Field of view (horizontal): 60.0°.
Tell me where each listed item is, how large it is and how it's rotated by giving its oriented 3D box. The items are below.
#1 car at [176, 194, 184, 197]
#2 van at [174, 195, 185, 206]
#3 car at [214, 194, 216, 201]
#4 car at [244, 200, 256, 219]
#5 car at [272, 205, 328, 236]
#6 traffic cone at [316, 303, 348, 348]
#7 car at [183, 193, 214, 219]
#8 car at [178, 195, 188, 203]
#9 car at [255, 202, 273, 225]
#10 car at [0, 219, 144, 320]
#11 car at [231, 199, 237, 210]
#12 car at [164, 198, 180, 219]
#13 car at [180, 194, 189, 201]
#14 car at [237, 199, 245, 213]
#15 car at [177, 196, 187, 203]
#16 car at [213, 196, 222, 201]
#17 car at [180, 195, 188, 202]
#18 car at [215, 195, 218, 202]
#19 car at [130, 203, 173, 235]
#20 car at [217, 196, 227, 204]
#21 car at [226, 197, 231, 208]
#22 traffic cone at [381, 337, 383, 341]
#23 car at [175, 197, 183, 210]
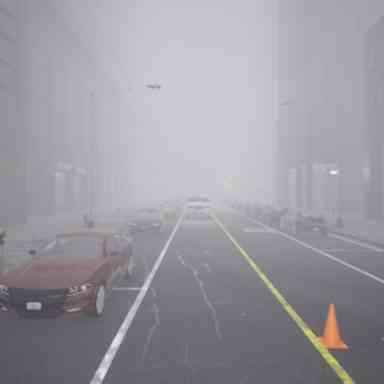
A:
[{"bbox_3d":[-2.122,1.491,52.447,1.967,1.590,4.097,1,0,0],"label":"car"},{"bbox_3d":[-2.080,1.395,58.071,1.690,1.788,3.998,1,0,0],"label":"van"},{"bbox_3d":[6.605,1.667,80.514,1.887,1.381,4.507,1,0,0],"label":"car"},{"bbox_3d":[6.237,1.633,29.892,1.887,1.381,4.507,1,0,0],"label":"car"},{"bbox_3d":[6.156,1.624,18.644,2.008,1.369,4.403,1,0,0],"label":"car"},{"bbox_3d":[2.104,1.979,5.009,0.340,0.580,0.340,0,0,0],"label":"traffic cone"},{"bbox_3d":[0.568,1.272,30.550,2.150,2.045,5.566,0,0,0],"label":"car"},{"bbox_3d":[-1.959,1.502,74.944,1.967,1.590,4.097,1,0,0],"label":"car"},{"bbox_3d":[6.196,1.626,24.269,1.887,1.381,4.507,1,0,0],"label":"car"},{"bbox_3d":[-2.451,1.542,7.452,1.887,1.381,4.507,1,0,0],"label":"car"},{"bbox_3d":[6.319,1.645,41.142,1.887,1.381,4.507,1,0,0],"label":"car"},{"bbox_3d":[-2.289,1.556,29.779,1.752,1.417,4.829,1,0,0],"label":"car"},{"bbox_3d":[-1.875,1.381,86.192,2.192,1.841,5.009,1,0,0],"label":"car"},{"bbox_3d":[6.279,1.640,35.517,1.887,1.381,4.507,1,0,0],"label":"car"},{"bbox_3d":[-2.002,1.625,69.320,1.947,1.339,4.313,1,0,0],"label":"car"},{"bbox_3d":[6.646,1.675,86.139,2.008,1.369,4.403,1,0,0],"label":"car"},{"bbox_3d":[-1.921,1.589,80.398,1.752,1.417,4.829,1,0,0],"label":"car"},{"bbox_3d":[6.525,1.557,69.265,1.967,1.590,4.097,1,0,0],"label":"car"},{"bbox_3d":[-2.369,1.566,18.700,2.008,1.369,4.403,1,0,0],"label":"car"},{"bbox_3d":[6.483,1.659,63.641,1.887,1.381,4.507,1,0,0],"label":"car"},{"bbox_3d":[6.359,1.671,46.767,1.947,1.339,4.313,1,0,0],"label":"car"},{"bbox_3d":[3.103,1.986,5.001,0.340,0.580,0.340,0,0,0],"label":"traffic cone"},{"bbox_3d":[-2.207,1.625,41.198,1.802,1.307,4.206,1,0,0],"label":"car"}]
